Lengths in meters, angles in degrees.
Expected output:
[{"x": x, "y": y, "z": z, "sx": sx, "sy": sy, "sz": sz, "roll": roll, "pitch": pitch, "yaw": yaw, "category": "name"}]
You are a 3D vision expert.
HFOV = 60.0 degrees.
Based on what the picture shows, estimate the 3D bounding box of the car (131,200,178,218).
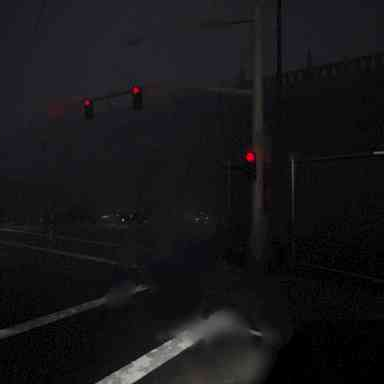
[{"x": -3.476, "y": 1.592, "z": 31.704, "sx": 1.812, "sy": 1.442, "sz": 4.674, "roll": 0, "pitch": 0, "yaw": 36, "category": "car"}]

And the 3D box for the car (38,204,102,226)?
[{"x": -8.765, "y": 1.592, "z": 24.305, "sx": 1.812, "sy": 1.442, "sz": 4.674, "roll": 0, "pitch": 0, "yaw": 37, "category": "car"}]

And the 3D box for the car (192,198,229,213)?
[{"x": 2.304, "y": 1.558, "z": 39.842, "sx": 2.128, "sy": 1.511, "sz": 4.902, "roll": 0, "pitch": 0, "yaw": 35, "category": "car"}]

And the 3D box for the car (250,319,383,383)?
[{"x": 2.979, "y": 1.547, "z": 1.843, "sx": 5.357, "sy": 1.411, "sz": 2.033, "roll": 0, "pitch": 0, "yaw": 36, "category": "car"}]

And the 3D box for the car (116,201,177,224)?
[{"x": -3.363, "y": 1.612, "z": 25.831, "sx": 2.033, "sy": 1.411, "sz": 5.357, "roll": 0, "pitch": 0, "yaw": 35, "category": "car"}]

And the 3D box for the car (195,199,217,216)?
[{"x": 2.472, "y": 1.612, "z": 34.041, "sx": 2.033, "sy": 1.411, "sz": 5.357, "roll": 0, "pitch": 0, "yaw": 35, "category": "car"}]
